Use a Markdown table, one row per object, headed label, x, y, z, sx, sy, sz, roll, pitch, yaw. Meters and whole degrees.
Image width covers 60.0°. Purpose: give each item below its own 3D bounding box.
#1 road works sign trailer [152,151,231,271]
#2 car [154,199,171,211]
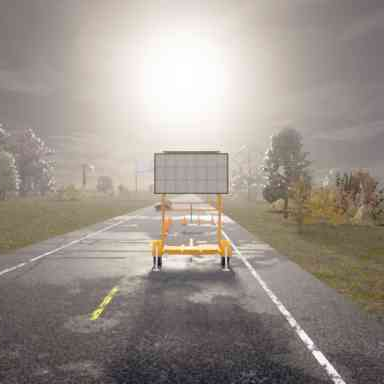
| label | x | y | z | sx | sy | sz | roll | pitch | yaw |
| --- | --- | --- | --- | --- | --- | --- | --- | --- | --- |
| road works sign trailer | -0.019 | 0.465 | 10.890 | 2.380 | 3.560 | 2.880 | 0 | 0 | 0 |
| car | -3.573 | 1.566 | 41.756 | 2.033 | 1.411 | 5.357 | 0 | 0 | 0 |
